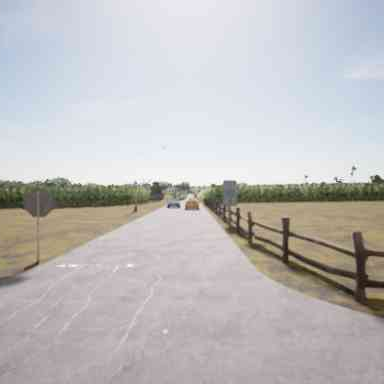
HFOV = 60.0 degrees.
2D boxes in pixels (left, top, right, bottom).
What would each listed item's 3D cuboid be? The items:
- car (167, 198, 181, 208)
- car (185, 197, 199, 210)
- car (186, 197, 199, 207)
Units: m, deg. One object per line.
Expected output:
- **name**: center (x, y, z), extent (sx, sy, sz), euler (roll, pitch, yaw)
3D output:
- **car**: center (-2.728, 1.653, 50.391), extent (1.812, 1.442, 4.674), euler (0, 0, 0)
- **car**: center (0.021, 1.584, 45.801), extent (1.882, 1.535, 5.008), euler (0, 0, 0)
- **car**: center (0.025, 1.654, 56.224), extent (2.128, 1.511, 4.902), euler (0, 0, 0)
